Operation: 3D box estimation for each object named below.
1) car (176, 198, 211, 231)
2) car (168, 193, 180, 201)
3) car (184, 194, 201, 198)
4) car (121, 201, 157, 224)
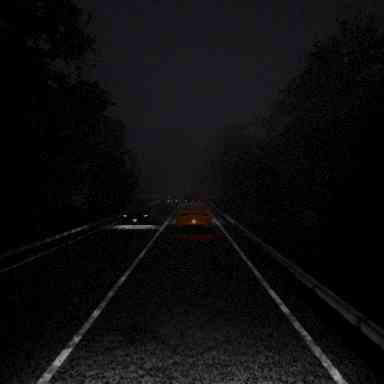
[{"bbox_3d":[0.099,1.348,19.653,1.882,1.535,5.008,0,0,0],"label":"car"},{"bbox_3d":[-3.521,0.936,65.174,1.837,1.490,4.892,0,1,1],"label":"car"},{"bbox_3d":[0.098,1.038,39.579,2.097,1.767,4.553,0,0,0],"label":"car"},{"bbox_3d":[-3.602,1.382,23.643,2.033,1.411,5.357,0,1,0],"label":"car"}]
